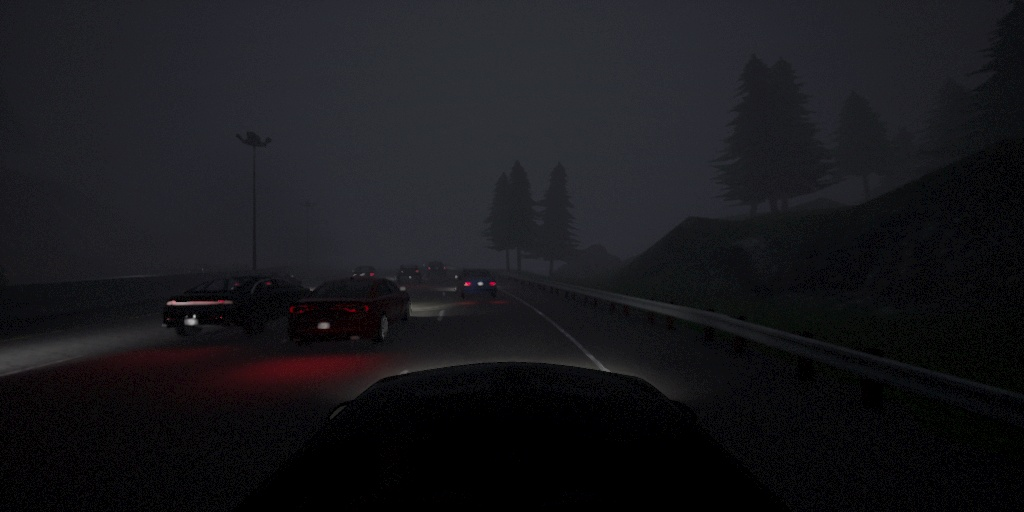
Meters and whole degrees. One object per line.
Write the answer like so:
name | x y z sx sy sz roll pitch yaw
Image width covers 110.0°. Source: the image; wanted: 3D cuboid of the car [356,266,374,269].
car | -12.202 1.506 29.776 2.033 1.411 5.357 0 0 -20

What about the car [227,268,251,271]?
car | -12.670 1.474 18.845 1.994 1.385 4.181 0 0 -13

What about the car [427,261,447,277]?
car | -8.662 1.334 39.529 2.097 1.767 4.553 0 0 -22

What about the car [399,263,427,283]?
car | -8.582 1.427 29.740 2.128 1.511 4.902 0 0 -19

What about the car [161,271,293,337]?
car | -7.704 1.333 10.755 2.128 1.511 4.902 0 0 -6

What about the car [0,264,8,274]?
car | -31.003 1.254 19.372 2.150 2.045 5.566 0 -1 -18

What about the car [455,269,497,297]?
car | -2.034 1.394 19.596 2.033 1.411 5.357 0 0 -12

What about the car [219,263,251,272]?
car | -33.851 1.654 44.426 2.128 1.511 4.902 0 0 -23

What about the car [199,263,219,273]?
car | -38.971 1.773 47.410 1.994 1.385 4.181 0 0 -23

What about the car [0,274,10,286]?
car | -22.275 1.545 13.089 1.895 1.301 4.718 0 0 -11

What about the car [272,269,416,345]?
car | -4.097 1.292 9.830 1.882 1.535 5.008 0 0 -5
